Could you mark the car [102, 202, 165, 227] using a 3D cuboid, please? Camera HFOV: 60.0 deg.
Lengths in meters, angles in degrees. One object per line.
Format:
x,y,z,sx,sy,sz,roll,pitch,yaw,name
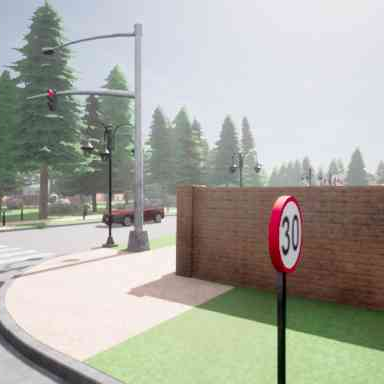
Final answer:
-3.973,1.461,23.129,1.882,1.535,5.008,0,0,35,car
